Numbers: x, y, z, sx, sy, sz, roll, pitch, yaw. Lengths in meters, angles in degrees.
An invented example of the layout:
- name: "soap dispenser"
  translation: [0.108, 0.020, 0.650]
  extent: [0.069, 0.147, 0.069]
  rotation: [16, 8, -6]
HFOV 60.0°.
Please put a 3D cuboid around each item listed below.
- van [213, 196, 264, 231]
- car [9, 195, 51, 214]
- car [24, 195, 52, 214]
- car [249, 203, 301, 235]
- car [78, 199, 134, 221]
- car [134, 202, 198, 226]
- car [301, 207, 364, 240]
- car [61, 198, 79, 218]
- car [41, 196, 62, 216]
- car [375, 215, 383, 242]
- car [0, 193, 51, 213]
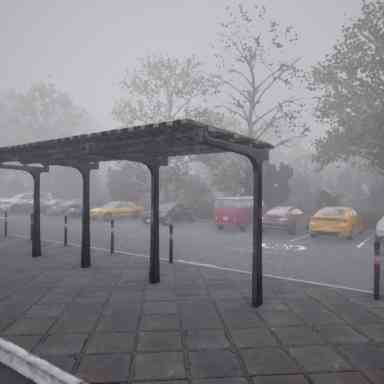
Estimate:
- name: "van"
  translation: [3.146, 1.247, 20.596]
  extent: [1.878, 1.987, 4.442]
  rotation: [0, 0, 35]
- name: "car"
  translation: [-15.027, 1.361, 33.357]
  extent: [2.097, 1.535, 5.008]
  rotation: [0, 0, 35]
- name: "car"
  translation: [-12.763, 1.375, 31.750]
  extent: [2.097, 1.535, 5.008]
  rotation: [0, 0, 35]
- name: "car"
  translation: [5.338, 1.527, 18.893]
  extent: [2.002, 1.452, 4.674]
  rotation: [0, 0, 35]
- name: "car"
  translation: [-6.084, 1.414, 26.776]
  extent: [1.946, 1.575, 5.366]
  rotation: [0, 0, 35]
- name: "car"
  translation: [-1.465, 1.475, 23.690]
  extent: [2.163, 1.488, 4.792]
  rotation: [0, 0, 35]
- name: "car"
  translation: [7.603, 1.501, 17.284]
  extent: [2.097, 1.535, 5.008]
  rotation: [0, 0, 35]
- name: "car"
  translation: [-8.223, 1.433, 28.557]
  extent: [2.163, 1.488, 4.792]
  rotation: [0, 0, 35]
- name: "car"
  translation: [-10.499, 1.390, 30.145]
  extent: [2.231, 1.521, 4.892]
  rotation: [0, 0, 35]
- name: "car"
  translation: [9.867, 1.556, 15.681]
  extent: [2.002, 1.452, 4.674]
  rotation: [0, 0, 35]
- name: "car"
  translation: [-17.309, 1.096, 34.935]
  extent: [2.435, 2.045, 5.566]
  rotation: [0, 0, 35]
